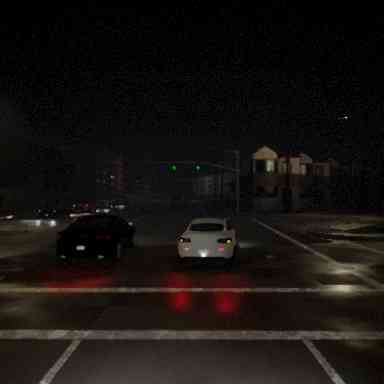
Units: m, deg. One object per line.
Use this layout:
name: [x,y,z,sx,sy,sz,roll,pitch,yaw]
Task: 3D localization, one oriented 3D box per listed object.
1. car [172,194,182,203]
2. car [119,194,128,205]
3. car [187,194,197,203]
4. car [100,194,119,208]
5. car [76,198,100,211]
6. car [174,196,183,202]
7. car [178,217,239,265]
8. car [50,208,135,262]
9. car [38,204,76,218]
car: [-3.518,1.426,77.336,2.150,2.045,5.566,0,0,0]
car: [-14.015,1.439,65.063,2.150,2.045,5.566,0,1,0]
car: [-0.018,1.424,77.639,2.150,2.045,5.566,0,-1,0]
car: [-14.032,1.582,54.324,2.150,2.045,5.566,0,1,0]
car: [-14.094,1.773,43.805,2.097,1.767,4.553,0,0,0]
car: [-3.521,1.906,88.029,2.128,1.511,4.902,0,-2,0]
car: [0.691,1.634,12.124,1.812,1.442,4.674,0,-1,9]
car: [-3.405,1.590,12.647,1.882,1.535,5.008,0,-1,0]
car: [-14.111,1.960,34.538,1.895,1.301,4.718,0,-1,0]
